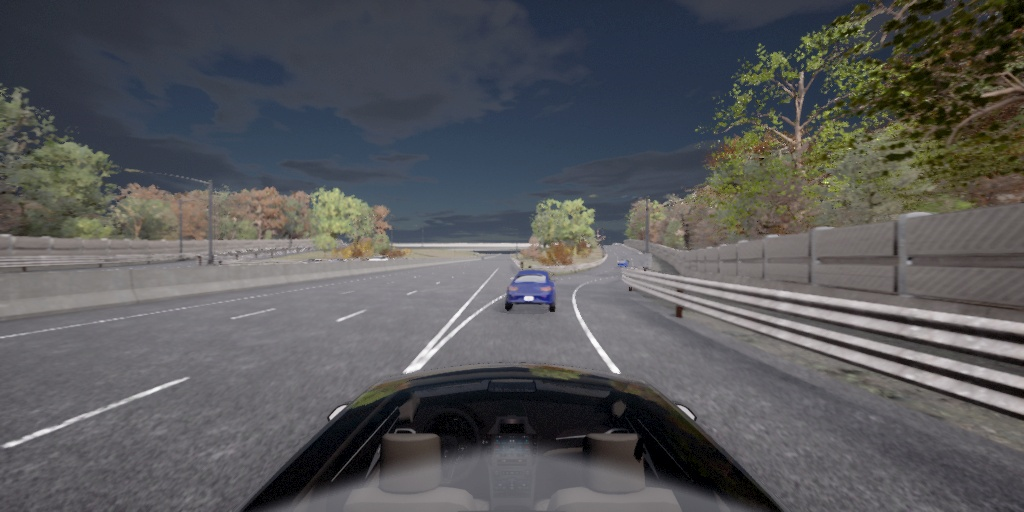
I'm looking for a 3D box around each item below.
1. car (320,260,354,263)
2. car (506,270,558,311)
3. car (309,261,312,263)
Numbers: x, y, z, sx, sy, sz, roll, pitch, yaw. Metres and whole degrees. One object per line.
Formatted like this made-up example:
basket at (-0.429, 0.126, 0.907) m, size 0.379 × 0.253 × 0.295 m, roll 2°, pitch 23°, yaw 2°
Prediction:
car at (-24.957, 1.247, 51.072) m, size 2.033 × 1.411 × 5.357 m, roll 0°, pitch 0°, yaw 0°
car at (0.873, 1.282, 14.528) m, size 1.812 × 1.442 × 4.674 m, roll 0°, pitch 0°, yaw 7°
car at (-28.453, 1.292, 50.887) m, size 1.895 × 1.301 × 4.718 m, roll 0°, pitch 0°, yaw 0°
